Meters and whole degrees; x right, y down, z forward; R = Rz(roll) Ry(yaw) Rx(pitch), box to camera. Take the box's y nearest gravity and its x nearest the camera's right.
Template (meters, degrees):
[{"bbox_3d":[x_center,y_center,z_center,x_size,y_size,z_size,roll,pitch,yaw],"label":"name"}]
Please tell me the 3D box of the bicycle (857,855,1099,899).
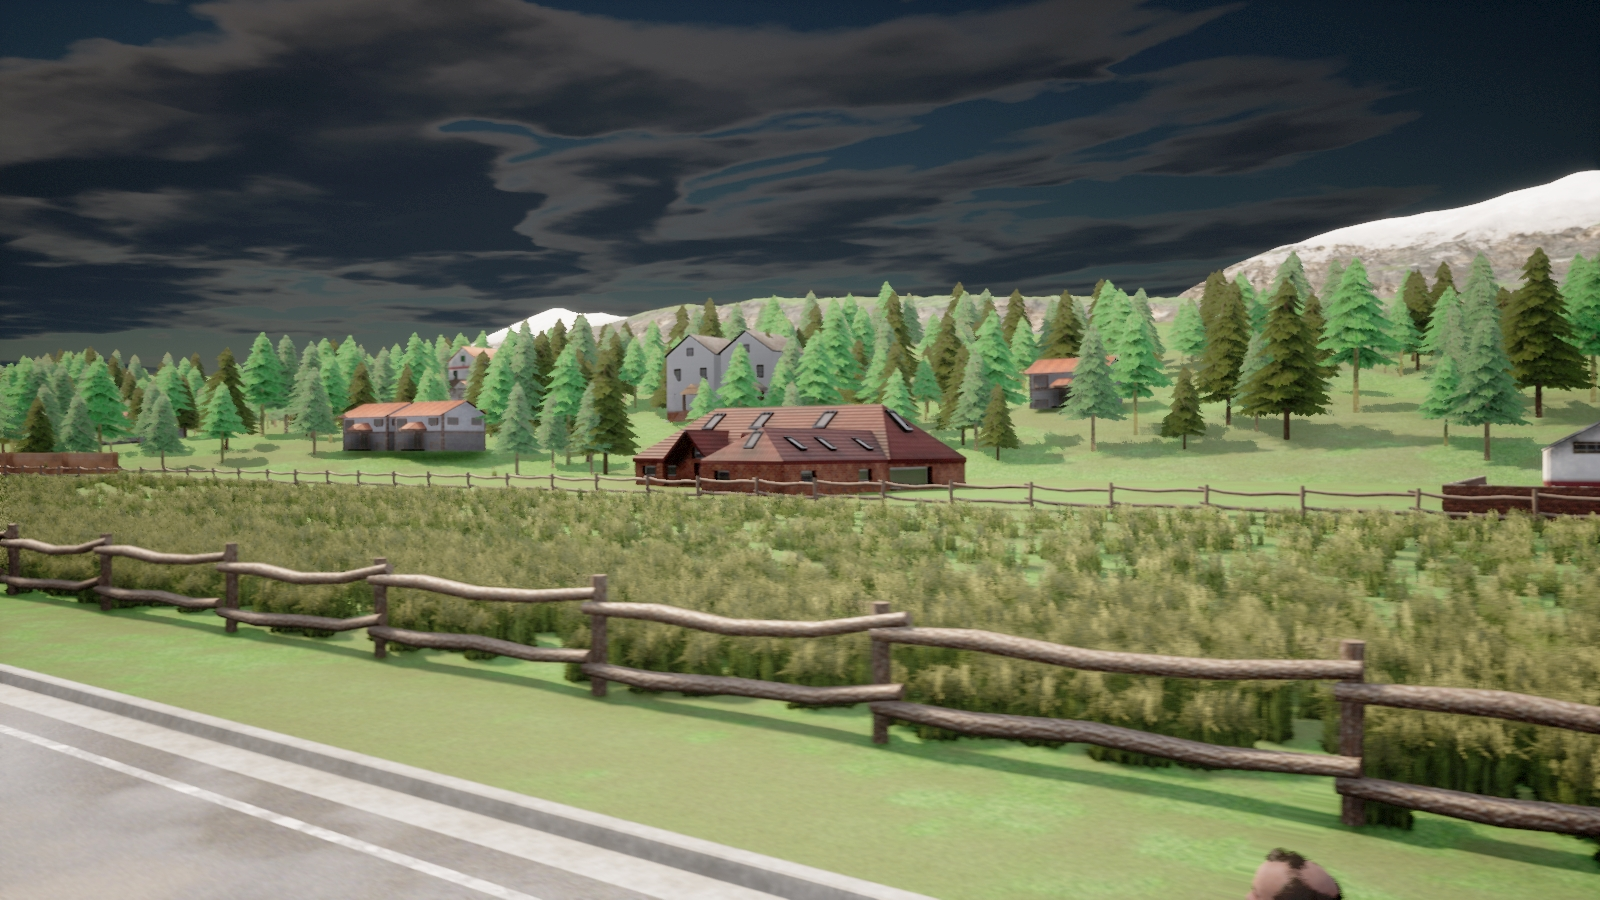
[{"bbox_3d":[1.015,2.060,3.065,1.835,1.471,0.329,0,0,35],"label":"bicycle"}]
